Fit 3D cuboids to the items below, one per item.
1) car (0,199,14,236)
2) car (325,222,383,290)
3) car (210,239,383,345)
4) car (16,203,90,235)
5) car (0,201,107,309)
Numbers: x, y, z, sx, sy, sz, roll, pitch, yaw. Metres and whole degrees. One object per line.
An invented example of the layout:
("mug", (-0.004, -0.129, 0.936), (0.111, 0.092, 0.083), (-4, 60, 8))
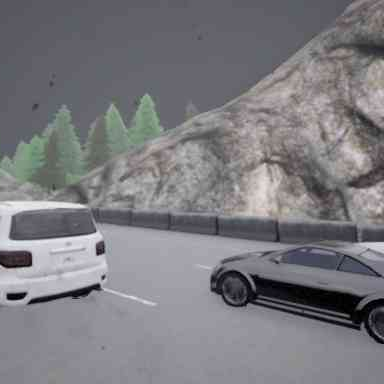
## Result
("car", (-11.565, 1.257, 17.607), (4.553, 1.767, 2.097), (1, 0, 38))
("car", (5.999, 1.681, 8.224), (4.674, 1.442, 1.812), (1, 0, 38))
("car", (2.423, 1.648, 6.585), (4.181, 1.385, 1.994), (1, 0, 38))
("car", (-8.214, 1.478, 19.420), (4.892, 1.490, 1.837), (1, 0, 38))
("car", (-4.209, 1.196, 7.375), (5.566, 2.045, 2.150), (1, 0, 39))
